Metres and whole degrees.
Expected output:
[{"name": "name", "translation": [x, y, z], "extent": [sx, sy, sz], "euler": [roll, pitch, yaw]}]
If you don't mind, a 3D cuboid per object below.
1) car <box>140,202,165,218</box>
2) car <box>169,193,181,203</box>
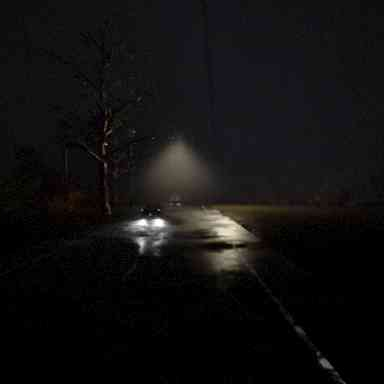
[{"name": "car", "translation": [-3.603, 1.653, 31.028], "extent": [1.895, 1.301, 4.718], "euler": [0, 0, 0]}, {"name": "car", "translation": [-3.663, 1.243, 72.433], "extent": [2.150, 2.045, 5.566], "euler": [0, 0, -1]}]
